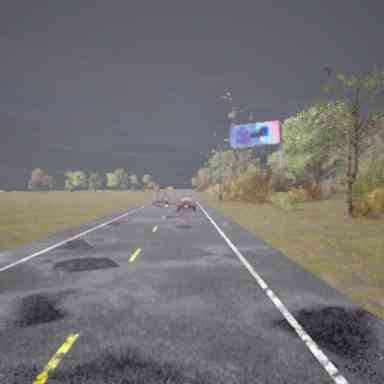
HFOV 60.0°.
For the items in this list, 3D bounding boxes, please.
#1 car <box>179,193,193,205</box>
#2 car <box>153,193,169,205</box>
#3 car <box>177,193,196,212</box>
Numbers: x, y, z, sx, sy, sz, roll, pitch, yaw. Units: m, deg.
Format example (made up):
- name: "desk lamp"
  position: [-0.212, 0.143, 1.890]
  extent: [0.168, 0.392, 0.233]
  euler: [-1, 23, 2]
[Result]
- name: "car"
  position: [-0.803, 0.966, 47.451]
  extent: [1.837, 1.490, 4.892]
  euler: [-1, 1, -1]
- name: "car"
  position: [-4.371, 0.913, 47.665]
  extent: [2.097, 1.767, 4.553]
  euler: [-1, 1, -1]
- name: "car"
  position: [-0.568, 1.144, 33.490]
  extent: [1.812, 1.442, 4.674]
  euler: [-1, 1, -1]
